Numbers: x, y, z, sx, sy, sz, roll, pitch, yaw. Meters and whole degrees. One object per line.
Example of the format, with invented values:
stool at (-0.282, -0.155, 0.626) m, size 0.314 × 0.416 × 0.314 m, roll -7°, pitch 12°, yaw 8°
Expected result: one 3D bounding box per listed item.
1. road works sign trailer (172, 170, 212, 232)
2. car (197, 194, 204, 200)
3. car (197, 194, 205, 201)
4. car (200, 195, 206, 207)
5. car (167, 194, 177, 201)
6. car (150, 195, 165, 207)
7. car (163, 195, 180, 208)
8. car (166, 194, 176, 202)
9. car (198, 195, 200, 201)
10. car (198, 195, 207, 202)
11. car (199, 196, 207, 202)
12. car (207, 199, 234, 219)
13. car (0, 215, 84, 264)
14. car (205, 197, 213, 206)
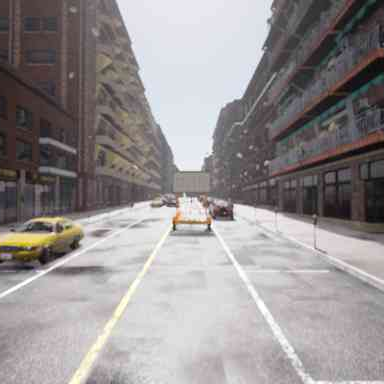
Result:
road works sign trailer at (-0.014, 0.462, 20.267) m, size 2.380 × 3.560 × 2.880 m, roll 0°, pitch 0°, yaw 0°
car at (2.568, 1.641, 72.842) m, size 1.887 × 1.381 × 4.507 m, roll 1°, pitch 0°, yaw 0°
car at (2.534, 1.494, 94.967) m, size 2.192 × 1.841 × 5.009 m, roll 1°, pitch 0°, yaw 0°
car at (2.573, 1.585, 50.719) m, size 1.887 × 1.381 × 4.507 m, roll 1°, pitch 0°, yaw 0°
car at (-5.311, 1.472, 89.493) m, size 2.192 × 1.841 × 5.009 m, roll 1°, pitch 0°, yaw 0°
car at (-5.306, 1.564, 50.610) m, size 1.752 × 1.417 × 4.829 m, roll 2°, pitch 0°, yaw 0°
car at (-2.842, 1.543, 50.201) m, size 1.837 × 1.490 × 4.892 m, roll 0°, pitch 0°, yaw 0°
car at (-5.309, 1.451, 83.964) m, size 2.192 × 1.841 × 5.009 m, roll 1°, pitch 0°, yaw 0°
car at (2.572, 1.602, 56.250) m, size 2.008 × 1.369 × 4.403 m, roll 1°, pitch 0°, yaw 0°
car at (2.575, 1.576, 83.905) m, size 1.967 × 1.590 × 4.097 m, roll 1°, pitch 0°, yaw 0°
car at (2.567, 1.660, 78.372) m, size 1.887 × 1.381 × 4.507 m, roll 1°, pitch 0°, yaw 0°
car at (2.579, 1.549, 28.596) m, size 1.887 × 1.381 × 4.507 m, roll 1°, pitch 0°, yaw 0°
car at (-5.296, 1.521, 11.903) m, size 1.752 × 1.417 × 4.829 m, roll 2°, pitch 0°, yaw 0°
car at (2.578, 1.536, 34.299) m, size 1.752 × 1.417 × 4.829 m, roll 1°, pitch 0°, yaw 0°
